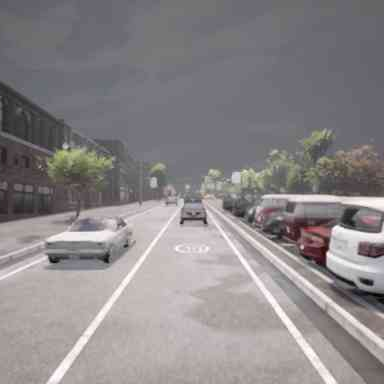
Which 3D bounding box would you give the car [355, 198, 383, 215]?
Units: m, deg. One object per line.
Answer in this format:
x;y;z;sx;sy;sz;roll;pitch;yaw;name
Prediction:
18.687;1.331;31.886;5.008;1.535;2.097;0;0;0;car

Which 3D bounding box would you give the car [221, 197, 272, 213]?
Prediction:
5.598;1.334;34.701;4.892;1.521;2.231;0;0;0;car

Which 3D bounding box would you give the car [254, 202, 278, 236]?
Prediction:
5.596;1.389;15.082;4.892;1.521;2.231;0;0;0;car

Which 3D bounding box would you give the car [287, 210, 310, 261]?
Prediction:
5.602;1.416;9.476;5.008;1.535;2.097;0;0;0;car

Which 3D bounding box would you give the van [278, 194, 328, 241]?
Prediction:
5.721;1.176;12.278;4.442;1.987;1.878;0;0;0;van

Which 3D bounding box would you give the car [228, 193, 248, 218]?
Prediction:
5.627;1.098;23.490;5.566;2.045;2.435;0;0;0;car

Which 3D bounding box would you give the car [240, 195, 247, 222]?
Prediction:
5.568;1.234;20.690;4.553;1.767;2.185;0;0;0;car

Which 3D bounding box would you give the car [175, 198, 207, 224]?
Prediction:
0.104;1.428;23.734;2.033;1.411;5.357;0;0;0;car

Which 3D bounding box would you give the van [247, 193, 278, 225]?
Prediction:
5.484;1.148;17.885;4.442;1.987;1.878;0;0;0;van

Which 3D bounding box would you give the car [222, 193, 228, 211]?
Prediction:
5.631;1.080;31.900;5.566;2.045;2.435;0;0;0;car

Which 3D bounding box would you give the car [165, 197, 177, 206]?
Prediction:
-3.312;1.475;53.893;1.812;1.442;4.674;0;0;0;car

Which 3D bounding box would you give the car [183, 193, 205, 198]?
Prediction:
0.108;1.106;40.440;2.150;2.045;5.566;0;0;0;car

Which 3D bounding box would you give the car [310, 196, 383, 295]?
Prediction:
5.639;1.179;6.671;5.566;2.045;2.435;0;0;0;car

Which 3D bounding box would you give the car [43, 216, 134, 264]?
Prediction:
-3.349;1.539;11.654;1.895;1.301;4.718;0;0;0;car
